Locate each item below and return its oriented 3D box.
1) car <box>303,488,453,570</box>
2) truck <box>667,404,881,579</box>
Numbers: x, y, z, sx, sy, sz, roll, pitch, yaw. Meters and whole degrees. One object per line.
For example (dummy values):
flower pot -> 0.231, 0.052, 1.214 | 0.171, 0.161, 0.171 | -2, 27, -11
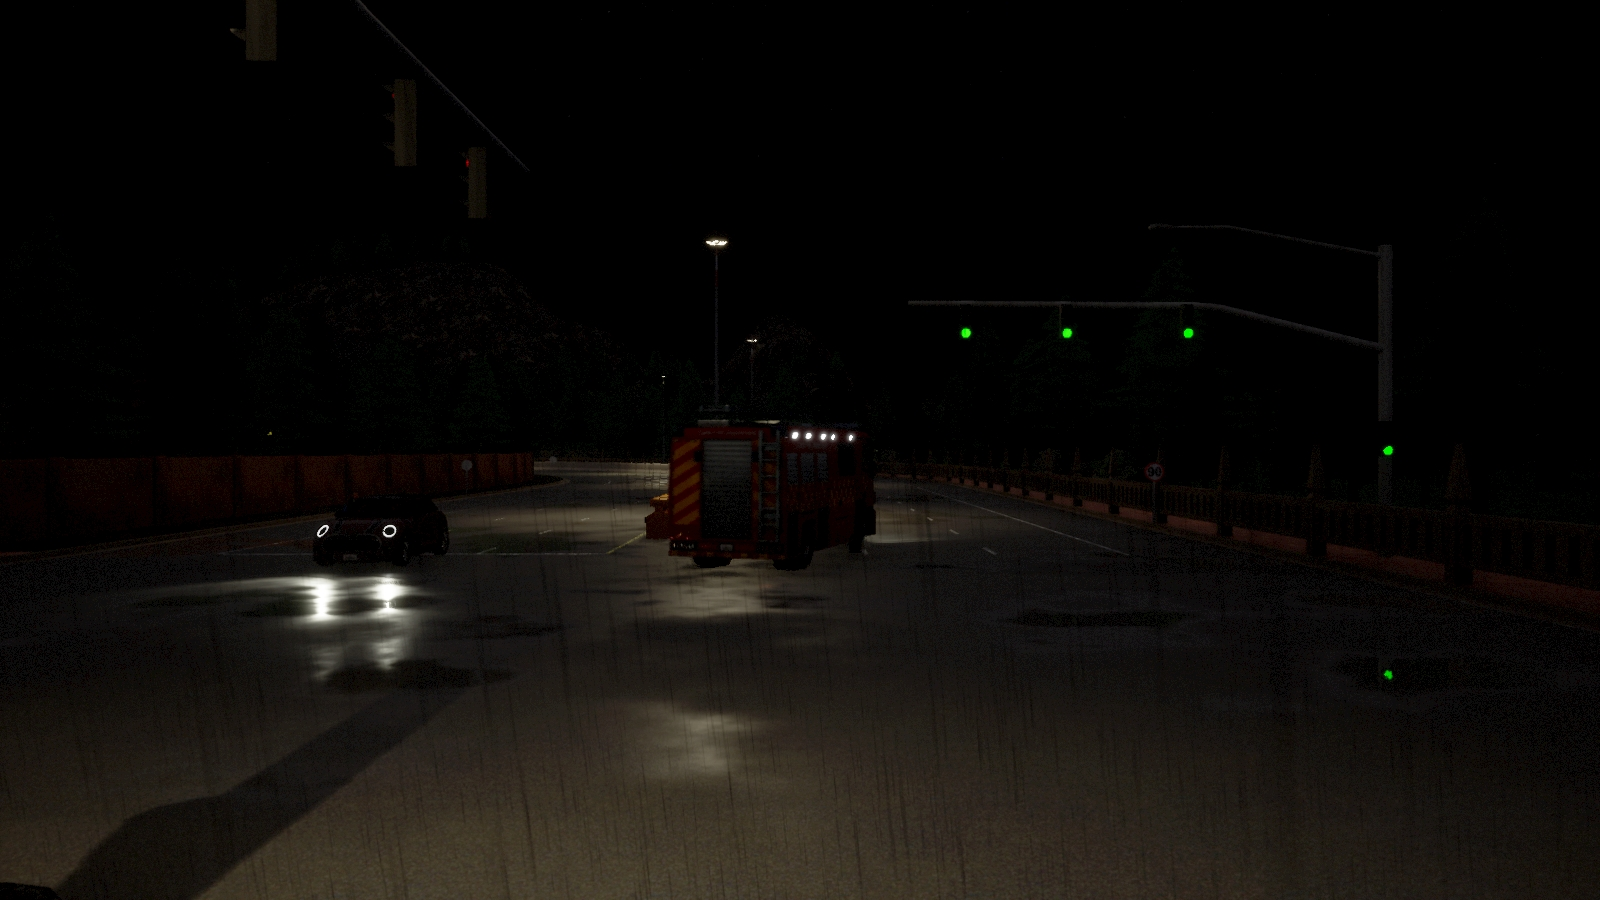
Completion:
car -> -10.502, 1.912, 28.838 | 2.097, 1.767, 4.553 | 0, 0, 0
truck -> -0.334, 0.897, 29.490 | 2.891, 3.827, 8.468 | 0, 0, 18
